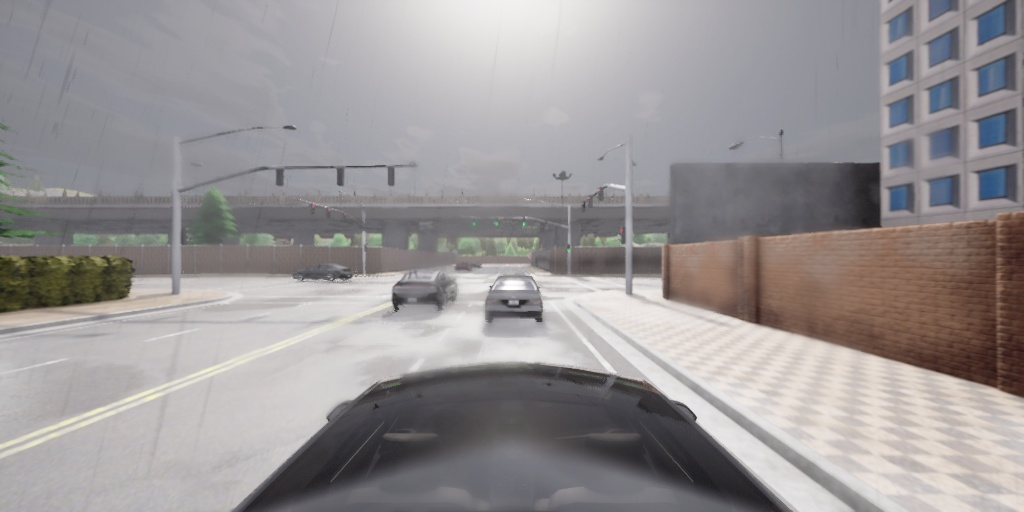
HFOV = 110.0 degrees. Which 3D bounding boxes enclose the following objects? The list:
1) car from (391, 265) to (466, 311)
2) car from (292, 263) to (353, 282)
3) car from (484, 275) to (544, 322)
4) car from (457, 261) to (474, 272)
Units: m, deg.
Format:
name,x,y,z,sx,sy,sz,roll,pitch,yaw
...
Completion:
name,x,y,z,sx,sy,sz,roll,pitch,yaw
car,-3.411,1.307,14.709,2.128,1.511,4.902,0,0,0
car,-15.616,1.360,29.593,4.892,1.490,1.837,0,-2,12
car,0.130,1.352,12.473,2.033,1.411,5.357,0,0,2
car,-7.080,1.482,52.339,1.882,1.535,5.008,0,0,0
